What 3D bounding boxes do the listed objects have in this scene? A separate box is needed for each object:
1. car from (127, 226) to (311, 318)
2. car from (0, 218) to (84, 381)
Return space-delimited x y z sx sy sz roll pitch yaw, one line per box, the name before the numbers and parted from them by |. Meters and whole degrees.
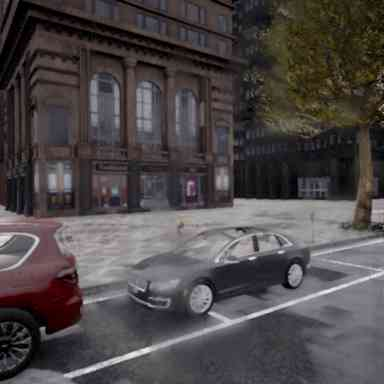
car | 0.769 1.477 7.198 4.403 1.369 2.008 -1 1 -35
car | -3.856 1.330 3.899 5.009 1.841 2.192 -1 1 -35
